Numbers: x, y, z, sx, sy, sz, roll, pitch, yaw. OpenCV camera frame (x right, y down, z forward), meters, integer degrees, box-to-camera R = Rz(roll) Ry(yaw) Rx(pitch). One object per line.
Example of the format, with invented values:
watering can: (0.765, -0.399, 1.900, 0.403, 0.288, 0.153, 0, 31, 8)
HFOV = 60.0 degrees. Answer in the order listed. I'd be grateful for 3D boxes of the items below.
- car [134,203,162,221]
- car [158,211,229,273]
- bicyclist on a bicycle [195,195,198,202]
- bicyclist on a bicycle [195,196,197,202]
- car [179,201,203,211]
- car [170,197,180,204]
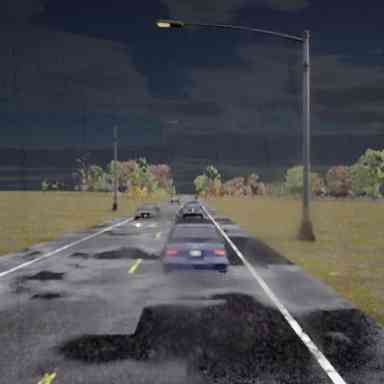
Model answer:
car: (-3.598, 1.651, 27.727, 1.994, 1.385, 4.181, 0, 0, 0)
car: (0.089, 1.583, 10.791, 2.033, 1.411, 5.357, 0, 0, 0)
bicyclist on a bicycle: (0.965, 1.584, 71.907, 0.659, 1.776, 1.843, 0, 0, 0)
bicyclist on a bicycle: (0.966, 1.692, 80.912, 0.582, 1.620, 1.656, 0, 0, 0)
car: (0.101, 1.644, 30.883, 2.033, 1.411, 5.357, 0, 0, 0)
car: (-3.499, 1.683, 68.685, 1.882, 1.535, 5.008, 0, 0, 0)
